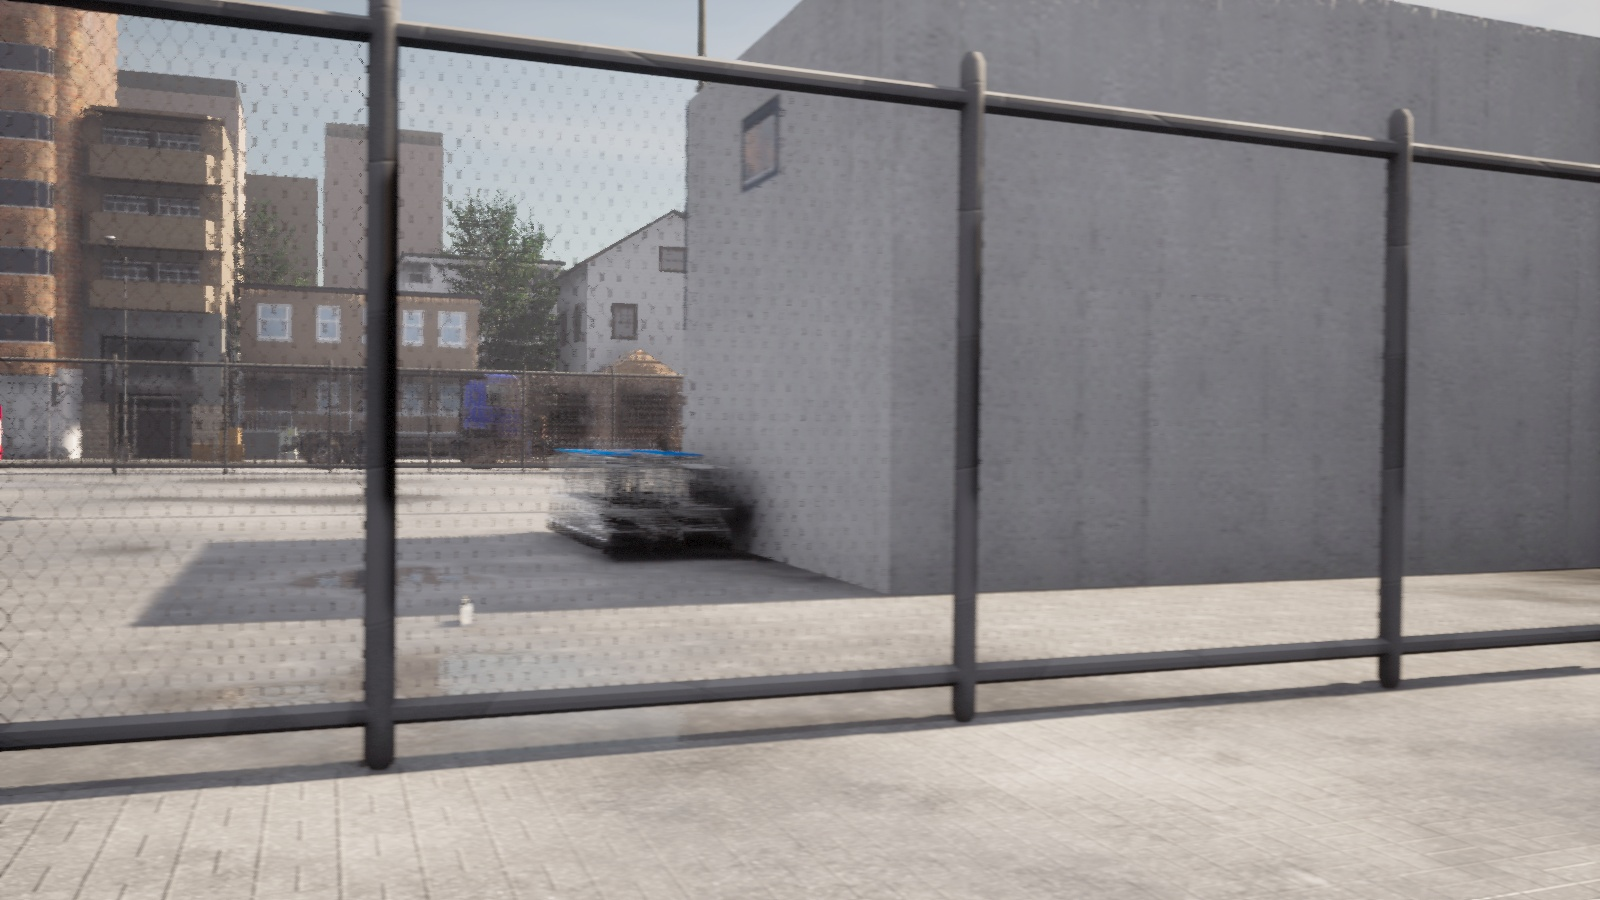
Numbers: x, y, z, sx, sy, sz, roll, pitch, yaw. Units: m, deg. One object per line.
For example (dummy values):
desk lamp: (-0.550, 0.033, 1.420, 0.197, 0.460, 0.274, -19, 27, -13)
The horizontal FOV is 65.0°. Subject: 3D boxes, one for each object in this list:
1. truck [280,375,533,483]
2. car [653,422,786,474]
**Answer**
truck: (-13.361, -0.734, 42.926, 7.936, 3.462, 2.891, -1, 1, -19)
car: (-3.020, -0.100, 46.868, 4.605, 1.855, 1.932, -1, 1, -19)
